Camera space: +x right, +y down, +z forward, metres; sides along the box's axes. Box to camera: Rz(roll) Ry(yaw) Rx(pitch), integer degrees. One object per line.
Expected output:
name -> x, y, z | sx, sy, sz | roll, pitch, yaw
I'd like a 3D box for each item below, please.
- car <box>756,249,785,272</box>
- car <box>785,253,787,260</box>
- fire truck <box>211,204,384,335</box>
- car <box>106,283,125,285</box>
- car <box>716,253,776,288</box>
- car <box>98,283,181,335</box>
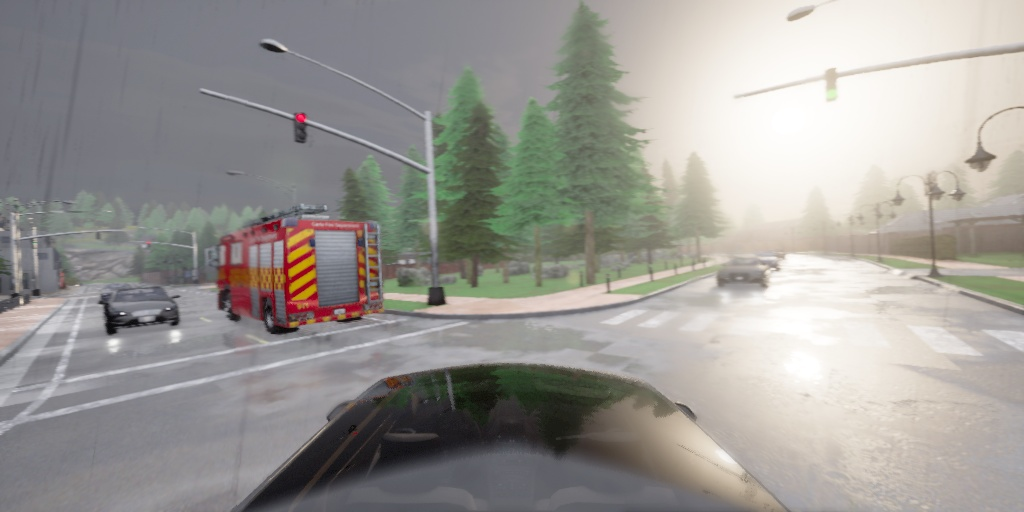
car -> 19.090, 0.371, 27.012 | 1.812, 1.442, 4.674 | -3, 0, 39
car -> 32.344, -0.174, 43.892 | 1.895, 1.301, 4.718 | -3, 0, 33
fire truck -> -8.265, 0.520, 13.334 | 8.468, 3.827, 2.891 | -3, 0, 41
car -> -32.386, 2.935, 29.425 | 5.357, 1.411, 2.033 | -3, 0, 41
car -> 11.583, 0.762, 17.846 | 1.994, 1.385, 4.181 | -3, 0, 39
car -> -14.342, 1.965, 13.841 | 4.902, 1.511, 2.128 | -2, 0, 41
